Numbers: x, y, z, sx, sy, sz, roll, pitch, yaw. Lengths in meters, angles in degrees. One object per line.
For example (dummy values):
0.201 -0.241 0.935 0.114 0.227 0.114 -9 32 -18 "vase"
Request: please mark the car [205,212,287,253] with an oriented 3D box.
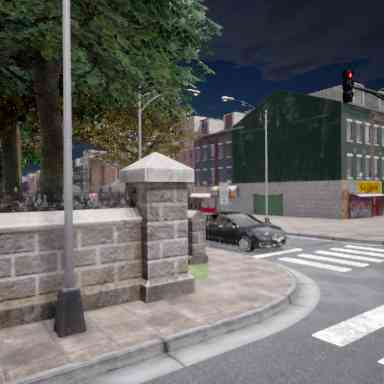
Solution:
1.903 1.668 14.831 1.837 1.490 4.892 -1 0 -38 "car"
